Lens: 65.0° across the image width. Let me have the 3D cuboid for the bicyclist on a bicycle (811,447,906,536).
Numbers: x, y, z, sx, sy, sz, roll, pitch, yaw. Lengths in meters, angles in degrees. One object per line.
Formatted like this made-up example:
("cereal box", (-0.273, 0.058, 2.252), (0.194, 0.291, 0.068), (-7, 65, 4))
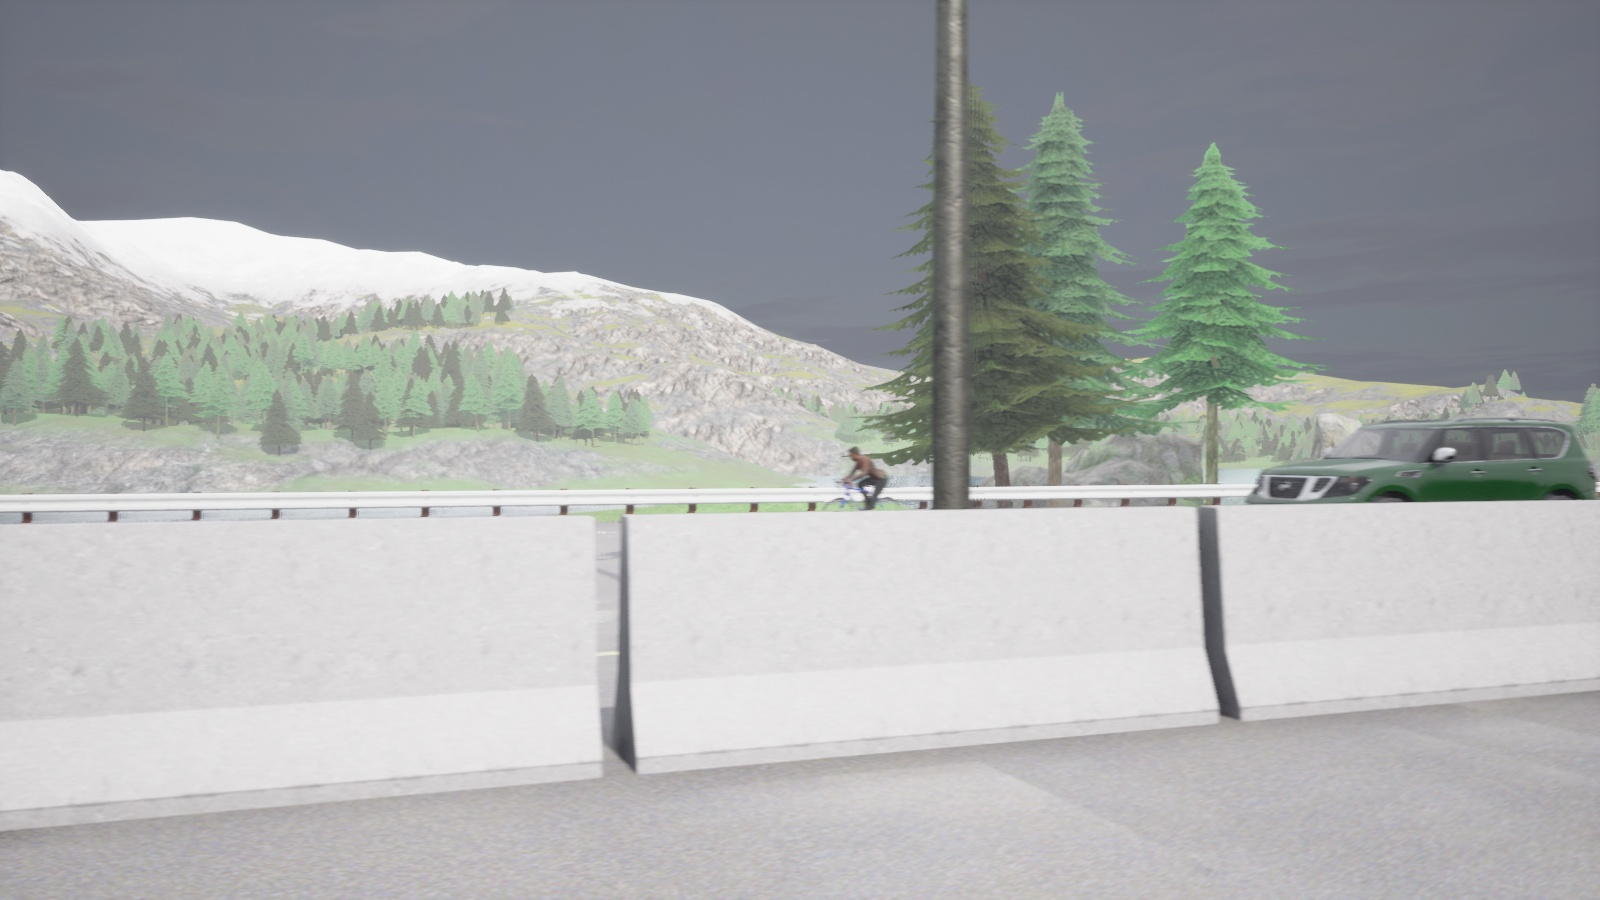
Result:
("bicyclist on a bicycle", (1.095, 0.753, 23.376), (1.656, 1.620, 0.582), (-1, 0, -21))

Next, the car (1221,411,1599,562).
("car", (9.379, 0.491, 19.030), (5.566, 2.045, 2.150), (0, 0, -21))
